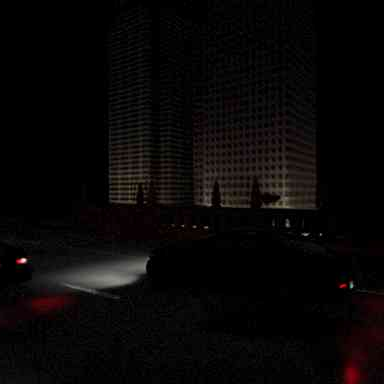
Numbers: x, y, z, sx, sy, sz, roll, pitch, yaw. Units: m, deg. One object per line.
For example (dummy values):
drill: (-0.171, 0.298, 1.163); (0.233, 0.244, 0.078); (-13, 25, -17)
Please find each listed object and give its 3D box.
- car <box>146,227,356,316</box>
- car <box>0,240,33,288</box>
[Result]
car: (1.071, 1.536, 7.476); (4.674, 1.442, 1.812); (0, 0, 35)
car: (-6.122, 1.587, 8.238); (5.357, 1.411, 2.033); (0, 0, 35)
